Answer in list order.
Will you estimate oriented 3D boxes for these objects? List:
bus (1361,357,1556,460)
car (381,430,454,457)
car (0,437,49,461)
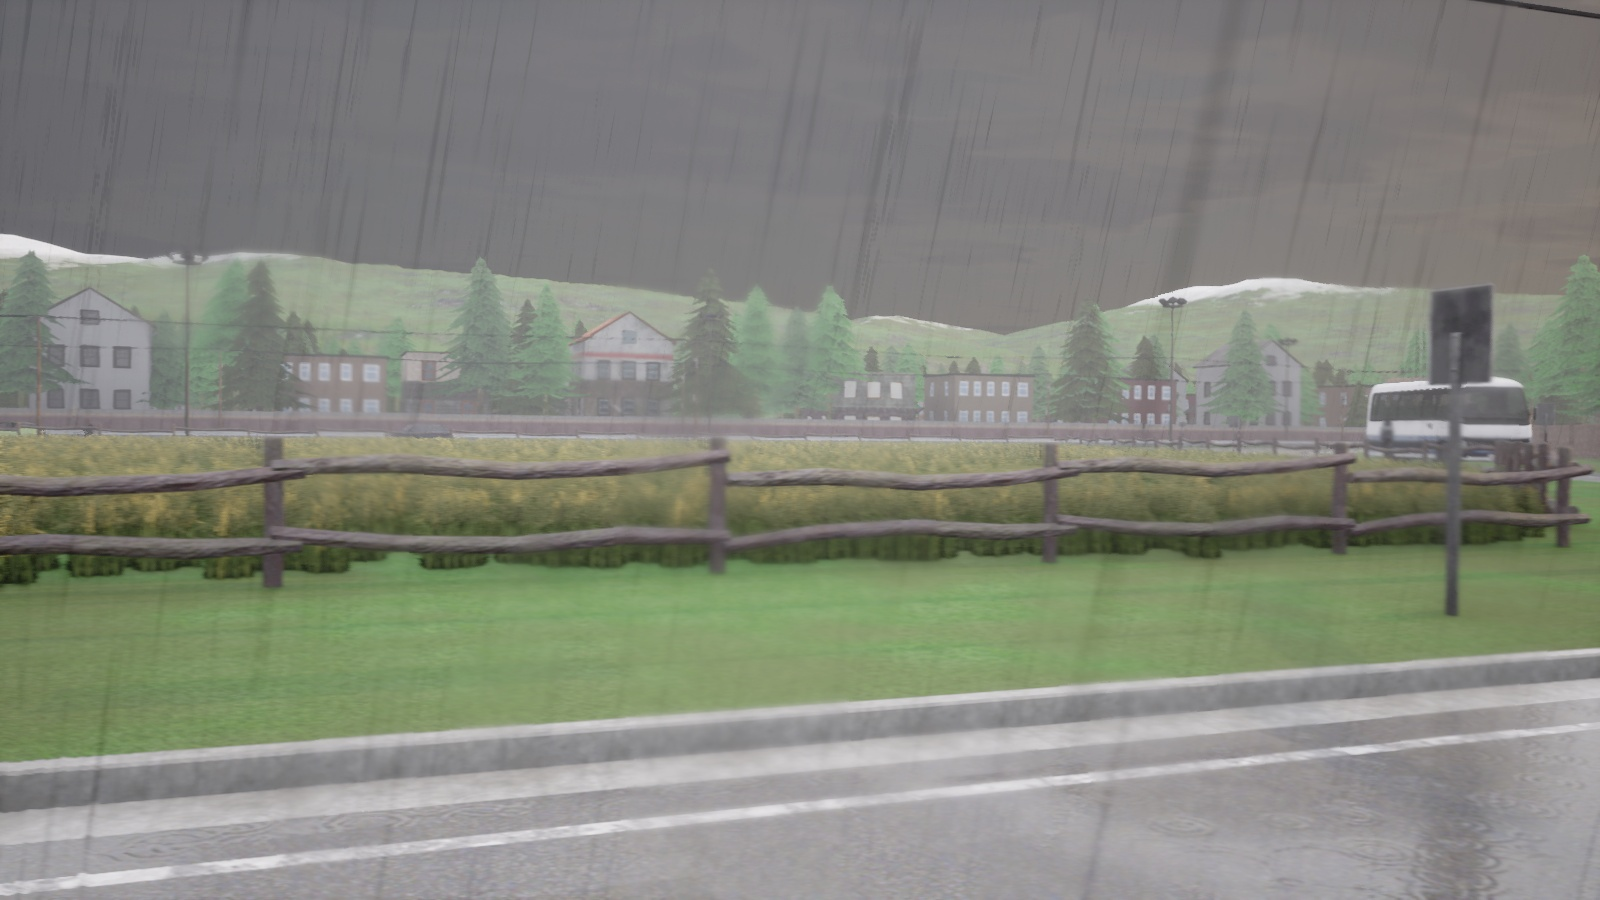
[{"bbox_3d":[29.902,-1.817,57.793,3.944,4.253,10.273,0,1,3],"label":"bus"},{"bbox_3d":[-25.990,-0.447,85.336,4.553,1.767,2.097,-1,1,-21],"label":"car"},{"bbox_3d":[-52.415,-0.048,82.917,4.514,1.525,2.007,-1,1,-21],"label":"car"}]
